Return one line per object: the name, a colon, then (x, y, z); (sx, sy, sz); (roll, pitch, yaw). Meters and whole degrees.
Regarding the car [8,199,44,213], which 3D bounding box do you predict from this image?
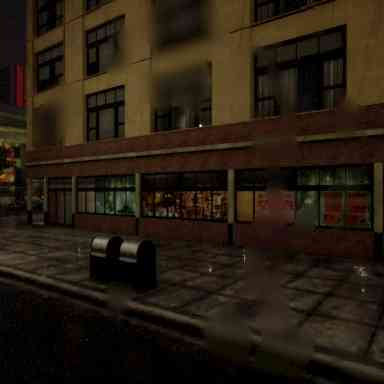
car: (-17.733, 1.545, 37.576); (2.033, 1.411, 5.357); (0, 0, 36)
